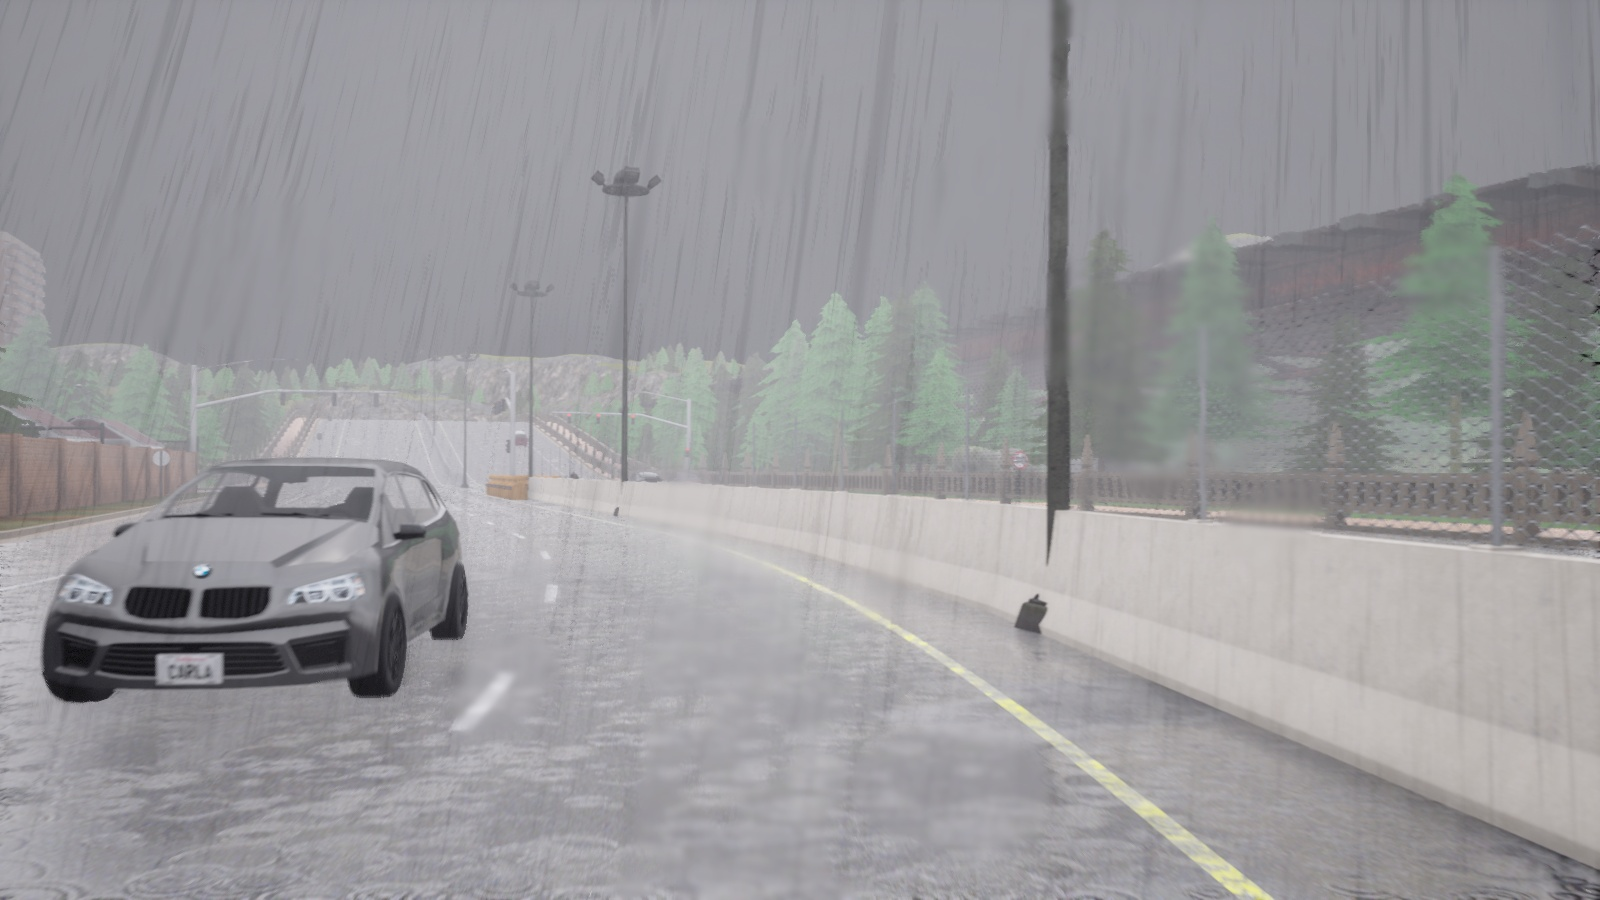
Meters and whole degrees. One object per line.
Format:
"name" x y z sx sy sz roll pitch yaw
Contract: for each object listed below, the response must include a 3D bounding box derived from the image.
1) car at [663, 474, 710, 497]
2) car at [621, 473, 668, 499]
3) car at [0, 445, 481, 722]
"car" -7.229 2.246 79.695 1.994 1.385 4.181 0 -1 -19
"car" -9.336 2.120 75.079 1.837 1.490 4.892 0 -1 -19
"car" -4.008 0.845 9.972 2.242 1.667 4.611 0 -1 -6
